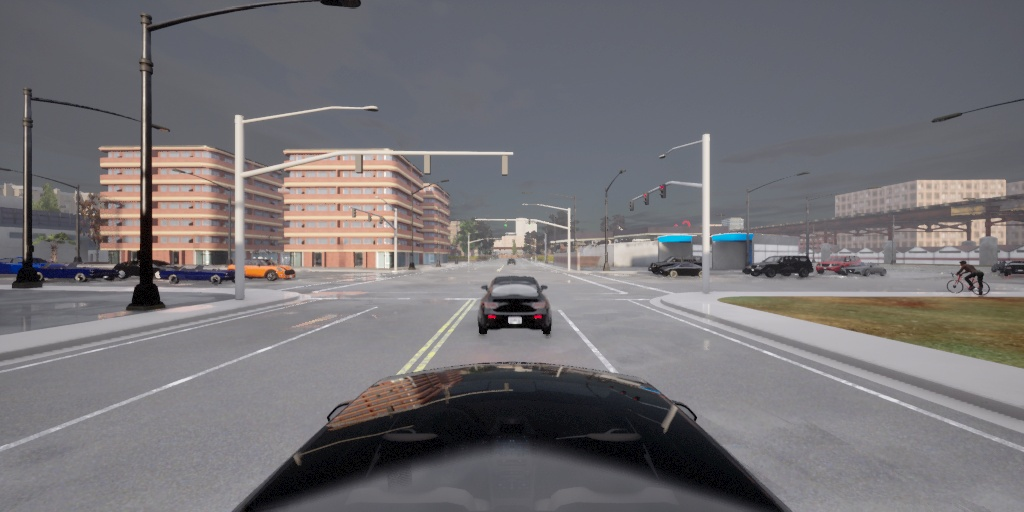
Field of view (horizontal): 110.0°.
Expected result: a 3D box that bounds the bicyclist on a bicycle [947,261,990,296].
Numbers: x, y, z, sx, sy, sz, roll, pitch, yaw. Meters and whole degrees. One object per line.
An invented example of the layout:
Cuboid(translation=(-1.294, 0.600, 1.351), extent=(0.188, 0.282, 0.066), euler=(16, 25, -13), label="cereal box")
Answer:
Cuboid(translation=(21.908, 1.052, 17.254), extent=(0.582, 1.620, 1.656), euler=(0, 0, 0), label="bicyclist on a bicycle")

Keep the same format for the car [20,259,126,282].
Cuboid(translation=(-30.080, 1.091, 24.652), extent=(4.718, 1.301, 1.895), euler=(1, 0, 1), label="car")

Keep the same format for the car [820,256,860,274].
Cuboid(translation=(36.621, 0.975, 40.072), extent=(5.566, 2.045, 2.150), euler=(0, 0, -22), label="car")

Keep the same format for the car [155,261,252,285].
Cuboid(translation=(-20.965, 1.223, 24.488), extent=(4.718, 1.301, 1.895), euler=(1, 0, 2), label="car")

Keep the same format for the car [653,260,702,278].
Cuboid(translation=(16.096, 1.317, 33.905), extent=(4.181, 1.385, 1.994), euler=(0, 0, 0), label="car")

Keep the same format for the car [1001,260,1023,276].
Cuboid(translation=(50.501, 1.231, 35.515), extent=(5.008, 1.535, 1.882), euler=(0, 0, -33), label="car")

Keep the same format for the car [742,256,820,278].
Cuboid(translation=(25.449, 0.975, 34.036), extent=(5.566, 2.045, 2.150), euler=(0, 0, -5), label="car")

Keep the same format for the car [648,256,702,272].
Cuboid(translation=(17.183, 0.975, 37.339), extent=(5.566, 2.045, 2.150), euler=(0, 0, 1), label="car")

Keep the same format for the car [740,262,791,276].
Cuboid(translation=(26.583, 1.318, 37.695), extent=(4.181, 1.385, 1.994), euler=(0, 0, -8), label="car")

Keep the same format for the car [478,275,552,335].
Cuboid(translation=(0.073, 1.276, 10.367), extent=(1.812, 1.442, 4.674), euler=(0, 0, 0), label="car")

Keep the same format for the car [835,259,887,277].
Cuboid(translation=(35.243, 1.318, 35.977), extent=(4.181, 1.385, 1.994), euler=(0, 0, -18), label="car")

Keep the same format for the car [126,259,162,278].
Cuboid(translation=(-28.243, 1.024, 28.120), extent=(4.892, 1.490, 1.837), euler=(1, 0, 1), label="car")

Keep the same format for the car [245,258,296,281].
Cuboid(translation=(-19.466, 0.989, 27.957), extent=(4.553, 1.767, 2.097), euler=(1, 0, 1), label="car")

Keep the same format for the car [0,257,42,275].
Cuboid(translation=(-38.176, 0.824, 28.309), extent=(5.008, 1.535, 1.882), euler=(1, 0, 1), label="car")
